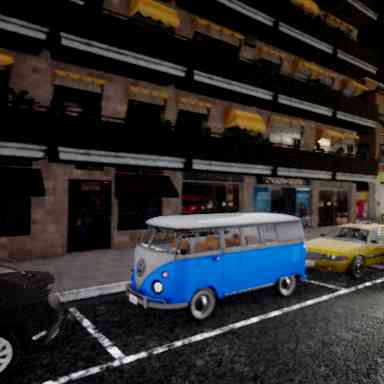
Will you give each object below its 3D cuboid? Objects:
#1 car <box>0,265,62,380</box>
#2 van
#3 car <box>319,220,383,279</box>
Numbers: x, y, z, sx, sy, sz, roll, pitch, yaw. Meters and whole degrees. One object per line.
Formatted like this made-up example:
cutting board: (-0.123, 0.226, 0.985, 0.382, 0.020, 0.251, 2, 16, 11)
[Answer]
car: (-3.840, 1.555, 3.798, 4.403, 1.369, 2.008, 0, 1, -36)
van: (0.689, 1.362, 7.043, 3.998, 1.788, 1.690, 0, 1, -36)
car: (5.075, 1.562, 10.191, 4.829, 1.417, 1.752, 0, 1, -36)
